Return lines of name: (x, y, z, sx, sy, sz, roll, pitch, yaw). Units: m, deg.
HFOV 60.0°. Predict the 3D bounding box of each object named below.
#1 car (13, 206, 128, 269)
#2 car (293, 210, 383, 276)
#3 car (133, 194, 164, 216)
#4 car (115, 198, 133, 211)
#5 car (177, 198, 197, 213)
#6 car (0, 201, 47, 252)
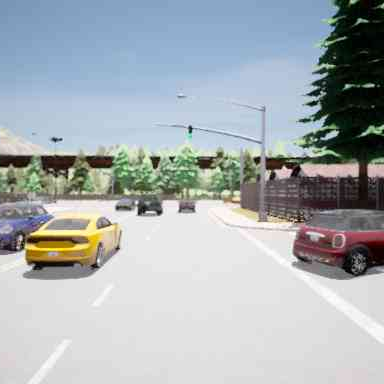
car: (-3.618, 1.450, 11.051, 1.882, 1.535, 5.008, 0, 0, -1)
car: (5.438, 1.323, 10.205, 4.553, 1.767, 2.097, 0, 1, -22)
car: (-3.973, 1.162, 32.191, 2.150, 2.045, 5.566, 0, 0, -1)
car: (-7.695, 1.465, 39.025, 2.033, 1.411, 5.357, 0, 0, -1)
car: (-0.528, 1.449, 36.327, 1.837, 1.490, 4.892, 0, 0, 0)
car: (-7.360, 1.309, 13.581, 2.097, 1.767, 4.553, 0, 0, -1)
